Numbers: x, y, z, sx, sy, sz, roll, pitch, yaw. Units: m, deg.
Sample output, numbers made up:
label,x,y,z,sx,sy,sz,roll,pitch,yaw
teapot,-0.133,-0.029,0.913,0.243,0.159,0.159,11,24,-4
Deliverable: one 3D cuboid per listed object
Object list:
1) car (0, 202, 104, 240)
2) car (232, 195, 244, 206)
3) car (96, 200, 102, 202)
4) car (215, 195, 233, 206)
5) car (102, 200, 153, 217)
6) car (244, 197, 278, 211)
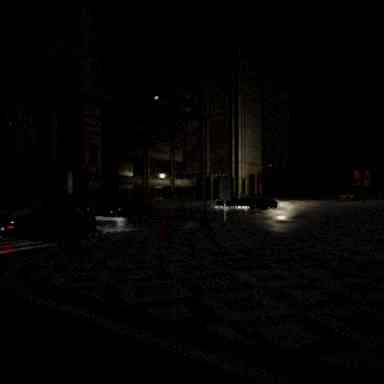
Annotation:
label,x,y,z,sx,sy,sz,roll,pitch,yaw
car,-6.921,1.423,16.450,1.812,1.442,4.674,0,0,35
car,8.205,1.403,49.296,1.994,1.385,4.181,0,0,36
car,-8.235,1.457,31.696,2.033,1.411,5.357,0,0,35
car,5.473,1.206,51.064,2.097,1.767,4.553,0,0,36
car,-5.469,1.418,29.977,1.812,1.442,4.674,0,0,35
car,8.232,1.316,37.975,2.128,1.511,4.902,0,0,35
